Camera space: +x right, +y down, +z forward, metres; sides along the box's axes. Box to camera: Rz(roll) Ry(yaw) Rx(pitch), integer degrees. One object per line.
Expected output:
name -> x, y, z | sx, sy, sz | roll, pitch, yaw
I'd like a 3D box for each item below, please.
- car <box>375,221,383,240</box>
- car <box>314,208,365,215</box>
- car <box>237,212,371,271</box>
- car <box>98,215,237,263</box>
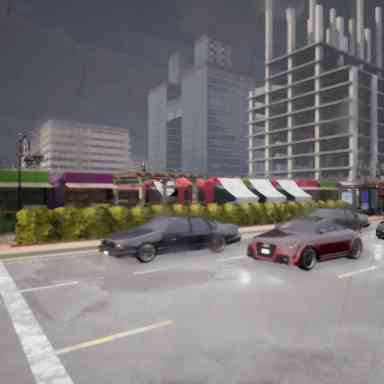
car -> 10.608, 1.576, 15.893 | 4.181, 1.385, 1.994 | 0, 0, -36
car -> 7.584, 1.561, 18.039 | 5.357, 1.411, 2.033 | 0, 0, -36
car -> 3.802, 1.572, 11.026 | 4.181, 1.385, 1.994 | 0, 0, -36
car -> -0.584, 1.557, 12.193 | 5.357, 1.411, 2.033 | 0, 0, -36
